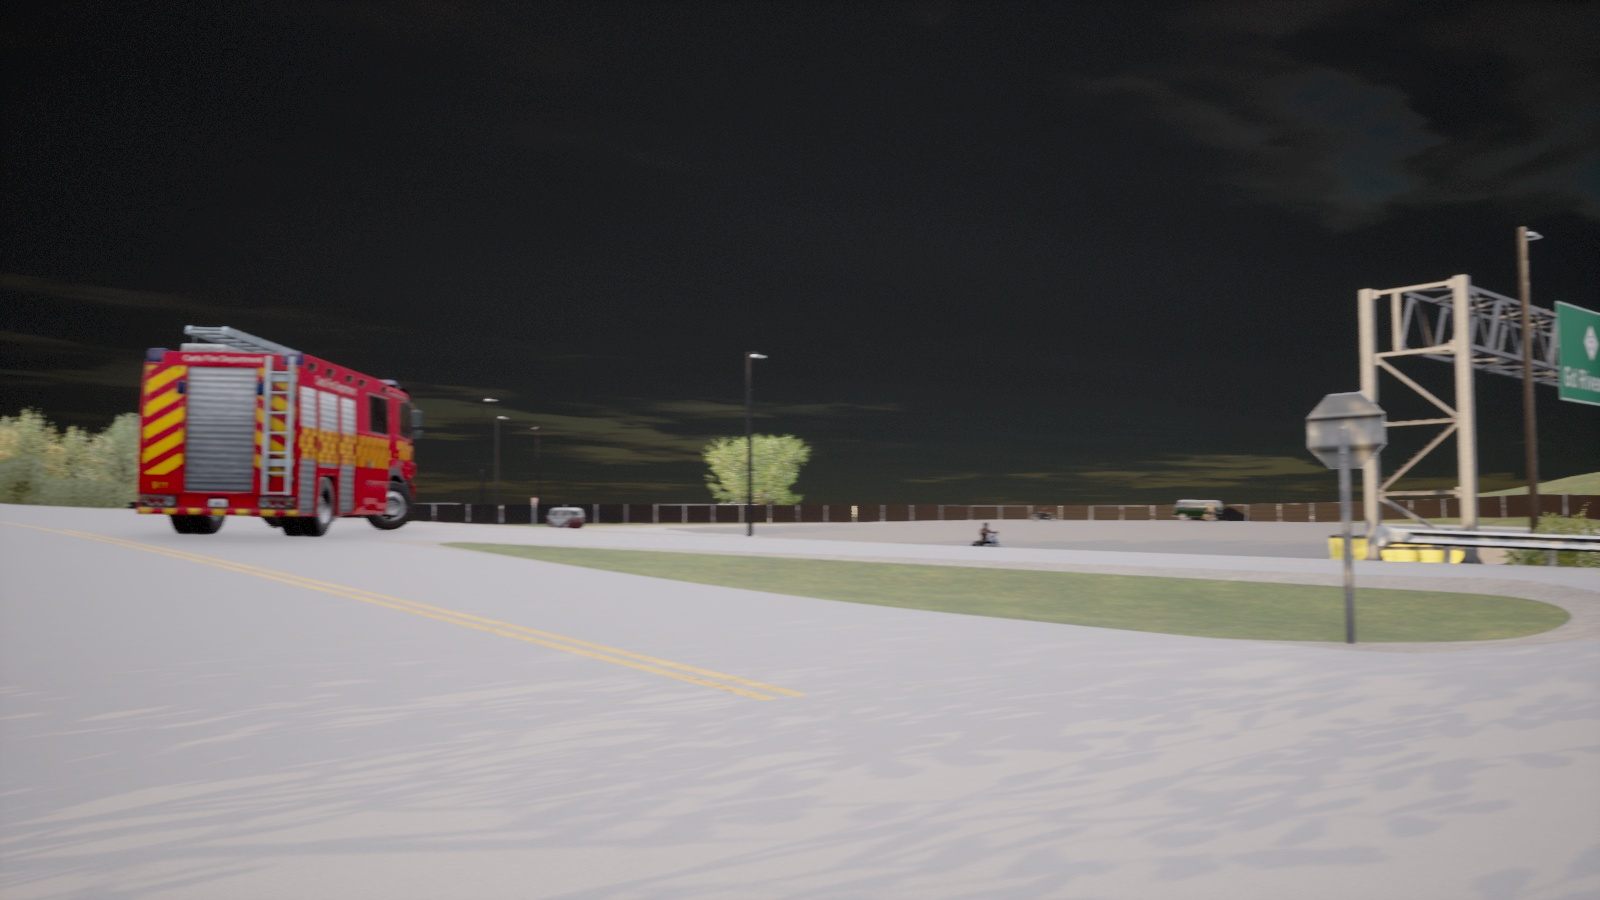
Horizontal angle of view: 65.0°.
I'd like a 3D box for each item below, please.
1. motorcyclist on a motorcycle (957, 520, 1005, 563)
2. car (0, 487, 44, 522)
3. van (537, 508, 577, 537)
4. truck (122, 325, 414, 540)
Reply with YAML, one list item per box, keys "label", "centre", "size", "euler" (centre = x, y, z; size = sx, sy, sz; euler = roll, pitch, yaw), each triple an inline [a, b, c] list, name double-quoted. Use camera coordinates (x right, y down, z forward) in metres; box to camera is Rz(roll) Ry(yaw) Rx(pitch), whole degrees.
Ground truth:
- label: "motorcyclist on a motorcycle"
  centre: [7.309, 3.664, 50.805]
  size: [0.766, 1.649, 2.350]
  euler: [1, -2, -24]
- label: "car"
  centre: [-45.585, 3.141, 72.378]
  size: [1.905, 1.878, 3.866]
  euler: [0, -4, -6]
- label: "van"
  centre: [-17.087, 5.092, 88.447]
  size: [1.775, 1.987, 4.442]
  euler: [0, -2, 2]
- label: "truck"
  centre: [-10.830, -0.129, 26.754]
  size: [2.891, 3.827, 8.468]
  euler: [1, -3, -3]
